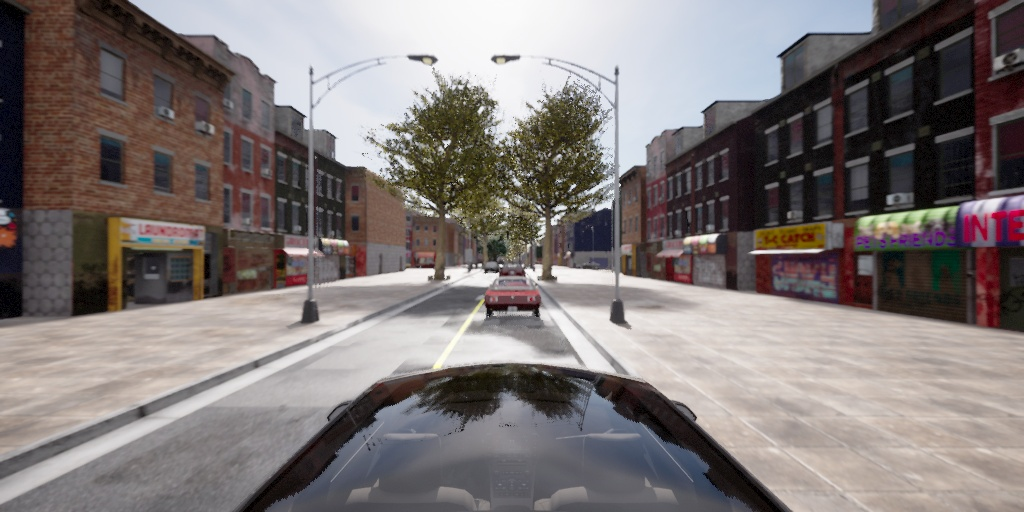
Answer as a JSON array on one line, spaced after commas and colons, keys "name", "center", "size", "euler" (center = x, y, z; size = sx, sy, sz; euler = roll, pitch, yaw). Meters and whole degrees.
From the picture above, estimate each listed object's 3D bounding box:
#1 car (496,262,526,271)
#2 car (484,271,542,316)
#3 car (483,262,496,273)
[{"name": "car", "center": [0.043, 1.279, 29.252], "size": [2.097, 1.767, 4.553], "euler": [0, 0, 0]}, {"name": "car", "center": [0.040, 1.427, 13.722], "size": [1.895, 1.301, 4.718], "euler": [0, 0, 0]}, {"name": "car", "center": [-2.808, 1.540, 48.963], "size": [1.882, 1.535, 5.008], "euler": [0, -1, 0]}]
